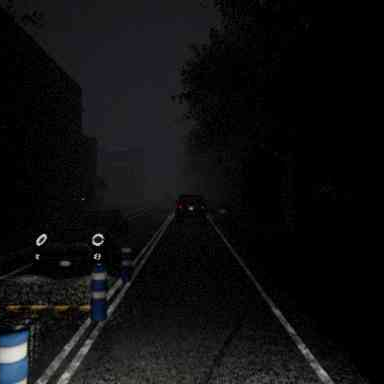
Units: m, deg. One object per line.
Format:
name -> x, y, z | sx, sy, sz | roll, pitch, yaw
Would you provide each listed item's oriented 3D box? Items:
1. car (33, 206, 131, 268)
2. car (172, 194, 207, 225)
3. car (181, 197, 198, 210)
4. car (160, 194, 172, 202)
car -> -3.423, 1.327, 11.156 | 2.097, 1.767, 4.553 | 0, 0, 0
car -> -0.077, 1.168, 23.878 | 2.150, 2.045, 5.566 | 0, 0, 0
car -> -0.324, 1.430, 42.881 | 2.033, 1.411, 5.357 | 0, 0, -1
car -> -3.891, 1.048, 52.679 | 1.837, 1.490, 4.892 | 0, 0, -2
